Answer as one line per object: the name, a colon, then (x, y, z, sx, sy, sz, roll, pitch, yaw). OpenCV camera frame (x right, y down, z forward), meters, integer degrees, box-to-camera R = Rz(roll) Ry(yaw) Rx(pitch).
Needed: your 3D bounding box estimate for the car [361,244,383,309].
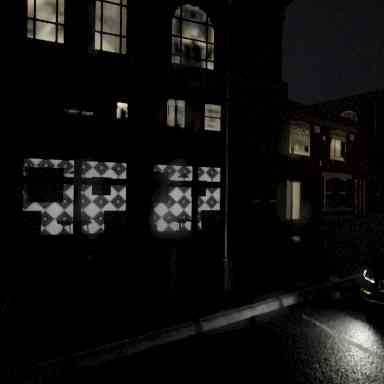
car: (5.456, 1.503, 7.036, 4.892, 1.490, 1.837, -1, 1, -36)
